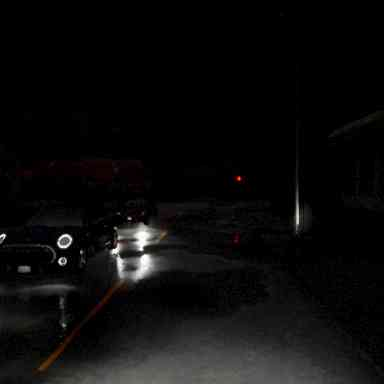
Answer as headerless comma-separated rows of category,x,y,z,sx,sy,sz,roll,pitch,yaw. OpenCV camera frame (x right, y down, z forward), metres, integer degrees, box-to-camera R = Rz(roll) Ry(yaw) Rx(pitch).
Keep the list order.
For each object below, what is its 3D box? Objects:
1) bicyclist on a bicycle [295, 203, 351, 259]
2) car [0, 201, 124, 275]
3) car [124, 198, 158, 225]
bicyclist on a bicycle,3.843,1.119,9.431,1.656,1.620,0.582,14,20,2
car,-3.728,1.131,9.835,2.097,1.767,4.553,0,1,3
car,-3.213,1.094,20.065,1.812,1.442,4.674,0,1,3
